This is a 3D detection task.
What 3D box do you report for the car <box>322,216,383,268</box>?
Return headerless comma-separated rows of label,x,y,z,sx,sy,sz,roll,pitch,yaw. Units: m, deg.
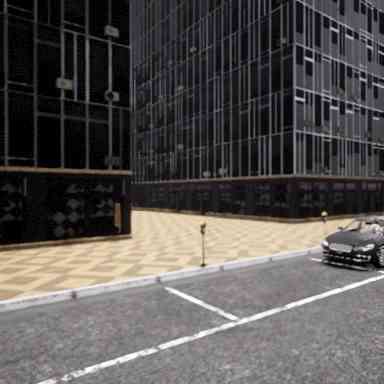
car,6.044,1.482,10.875,4.403,1.369,2.008,0,0,-36
